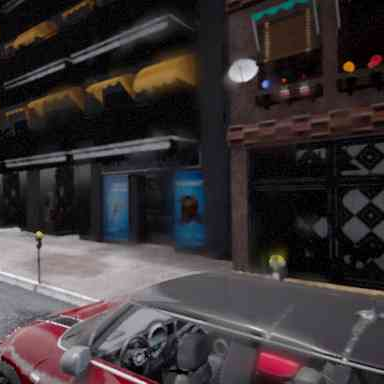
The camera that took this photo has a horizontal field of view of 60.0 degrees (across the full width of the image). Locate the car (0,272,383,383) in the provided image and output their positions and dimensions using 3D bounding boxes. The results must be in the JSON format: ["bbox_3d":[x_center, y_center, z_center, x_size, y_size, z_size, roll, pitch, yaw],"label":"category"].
[{"bbox_3d":[0.015,1.433,2.746,4.097,1.590,1.967,0,-1,36],"label":"car"}]
